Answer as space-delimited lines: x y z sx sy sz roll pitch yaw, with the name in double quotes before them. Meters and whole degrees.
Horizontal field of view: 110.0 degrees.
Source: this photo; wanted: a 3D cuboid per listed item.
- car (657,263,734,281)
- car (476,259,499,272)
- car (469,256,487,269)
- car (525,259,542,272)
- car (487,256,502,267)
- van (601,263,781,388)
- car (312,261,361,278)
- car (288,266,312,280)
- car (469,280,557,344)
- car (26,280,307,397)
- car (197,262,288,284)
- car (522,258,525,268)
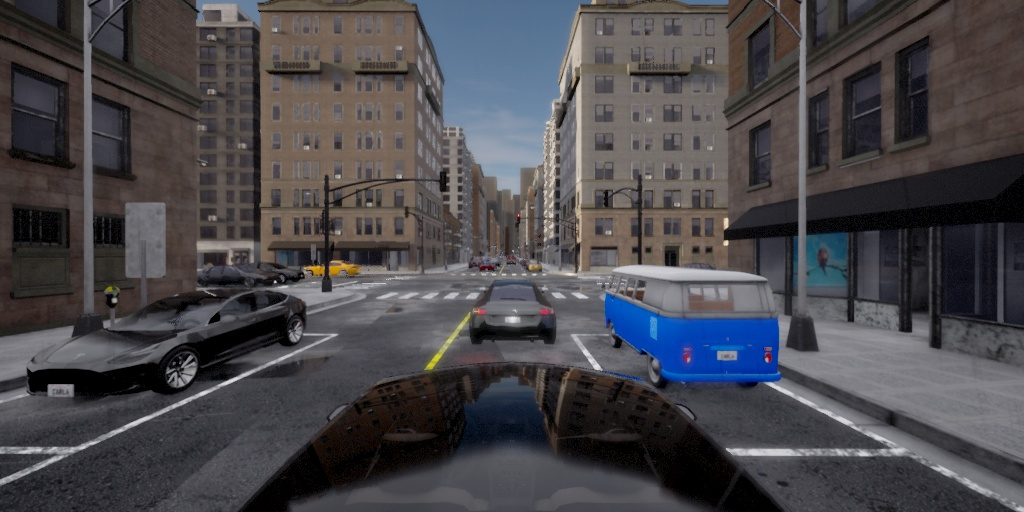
"car" 15.233 1.280 29.941 5.357 1.411 2.033 0 0 0
"car" -3.017 1.330 44.523 1.895 1.301 4.718 0 0 0
"car" -5.676 1.034 56.809 2.192 1.841 5.009 0 0 0
"car" 2.929 1.253 45.988 1.751 1.417 4.829 0 0 0
"car" -3.119 1.190 62.705 1.882 1.535 5.008 0 0 0
"van" 2.884 1.089 6.628 1.690 1.789 3.998 0 0 0
"car" -16.513 1.180 32.937 5.008 1.535 1.882 0 0 0
"car" -17.860 1.223 26.316 4.892 1.490 1.837 0 0 0
"car" 0.046 1.311 9.553 1.994 1.385 4.181 0 0 1
"car" -5.641 1.314 6.674 1.948 1.339 4.313 0 0 0
"car" -17.890 1.275 23.065 5.357 1.411 2.033 0 0 0
"car" 2.890 1.163 51.344 1.967 1.591 4.097 0 0 0
